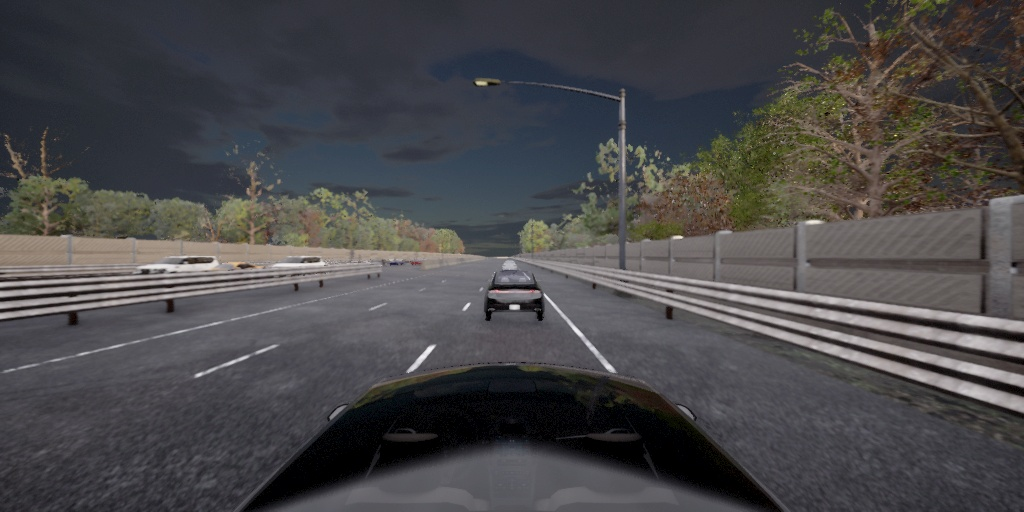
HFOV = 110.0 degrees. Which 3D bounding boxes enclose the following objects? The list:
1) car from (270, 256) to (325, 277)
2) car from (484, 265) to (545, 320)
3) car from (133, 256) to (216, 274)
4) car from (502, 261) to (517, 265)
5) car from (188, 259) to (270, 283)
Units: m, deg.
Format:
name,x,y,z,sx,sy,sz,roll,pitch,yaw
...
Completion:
name,x,y,z,sx,sy,sz,roll,pitch,yaw
car,-17.807,0.980,29.884,2.150,2.045,5.566,0,0,0
car,0.066,1.244,12.622,2.128,1.511,4.902,0,0,0
car,-24.823,0.981,26.924,2.150,2.045,5.566,0,0,0
car,-0.304,1.289,44.515,1.812,1.442,4.674,0,0,-1
car,-21.328,1.237,27.330,1.882,1.535,5.008,0,0,0
